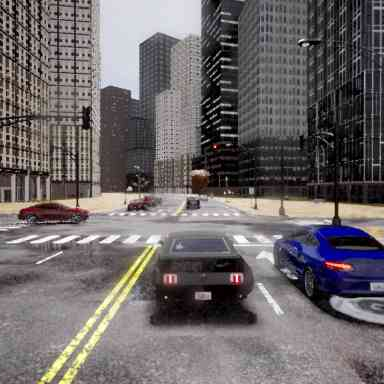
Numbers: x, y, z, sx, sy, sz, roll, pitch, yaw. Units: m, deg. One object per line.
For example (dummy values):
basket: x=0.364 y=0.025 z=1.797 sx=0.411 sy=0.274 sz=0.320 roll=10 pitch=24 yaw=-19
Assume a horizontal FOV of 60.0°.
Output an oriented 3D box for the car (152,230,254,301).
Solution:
car: x=0.112 y=1.598 z=8.264 sx=1.895 sy=1.301 sz=4.718 roll=0 pitch=0 yaw=-3

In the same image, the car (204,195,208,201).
car: x=2.827 y=1.397 z=80.534 sx=1.812 sy=1.442 sz=4.674 roll=0 pitch=0 yaw=-4

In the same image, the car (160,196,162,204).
car: x=-6.498 y=1.416 z=60.868 sx=2.128 sy=1.511 sz=4.902 roll=0 pitch=0 yaw=0

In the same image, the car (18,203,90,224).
car: x=-9.710 y=1.479 z=23.589 sx=4.674 sy=1.442 sz=1.812 roll=0 pitch=1 yaw=-10

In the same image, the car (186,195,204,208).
car: x=0.165 y=1.446 z=47.198 sx=2.128 sy=1.511 sz=4.902 roll=0 pitch=0 yaw=0

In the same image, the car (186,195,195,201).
car: x=-0.422 y=1.469 z=80.421 sx=1.895 sy=1.301 sz=4.718 roll=0 pitch=0 yaw=-4

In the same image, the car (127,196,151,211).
car: x=-6.533 y=1.530 z=40.329 sx=1.994 sy=1.385 sz=4.181 roll=0 pitch=0 yaw=0

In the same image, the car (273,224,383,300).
car: x=3.354 y=1.523 z=8.232 sx=1.812 sy=1.442 sz=4.674 roll=0 pitch=0 yaw=1

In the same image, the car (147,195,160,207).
car: x=-6.516 y=1.299 z=50.577 sx=2.097 sy=1.767 sz=4.553 roll=0 pitch=0 yaw=0
